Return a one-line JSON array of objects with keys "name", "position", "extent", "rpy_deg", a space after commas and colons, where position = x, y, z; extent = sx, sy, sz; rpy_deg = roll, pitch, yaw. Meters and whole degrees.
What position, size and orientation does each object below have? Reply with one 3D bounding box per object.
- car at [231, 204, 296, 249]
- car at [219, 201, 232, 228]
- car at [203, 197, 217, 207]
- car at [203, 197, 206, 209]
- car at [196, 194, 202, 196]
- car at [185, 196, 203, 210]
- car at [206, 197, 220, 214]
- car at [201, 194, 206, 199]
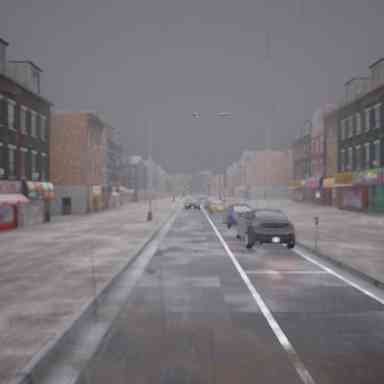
[{"name": "car", "position": [3.022, 1.466, 14.386], "extent": [1.837, 1.490, 4.892], "rpy_deg": [0, 0, 0]}, {"name": "car", "position": [3.025, 1.475, 21.387], "extent": [1.812, 1.442, 4.674], "rpy_deg": [0, 0, 0]}, {"name": "car", "position": [2.636, 1.520, 50.152], "extent": [1.802, 1.307, 4.206], "rpy_deg": [0, 0, 0]}, {"name": "car", "position": [2.636, 1.518, 39.219], "extent": [1.802, 1.307, 4.206], "rpy_deg": [0, 0, 0]}, {"name": "car", "position": [2.635, 1.467, 87.495], "extent": [1.967, 1.590, 4.097], "rpy_deg": [-1, 0, 0]}, {"name": "car", "position": [0.071, 1.536, 41.188], "extent": [1.895, 1.301, 4.718], "rpy_deg": [0, 0, 0]}, {"name": "car", "position": [2.636, 1.463, 33.921], "extent": [1.752, 1.417, 4.829], "rpy_deg": [0, 0, 0]}, {"name": "car", "position": [2.636, 1.376, 44.685], "extent": [1.967, 1.590, 4.097], "rpy_deg": [0, 0, 0]}]
